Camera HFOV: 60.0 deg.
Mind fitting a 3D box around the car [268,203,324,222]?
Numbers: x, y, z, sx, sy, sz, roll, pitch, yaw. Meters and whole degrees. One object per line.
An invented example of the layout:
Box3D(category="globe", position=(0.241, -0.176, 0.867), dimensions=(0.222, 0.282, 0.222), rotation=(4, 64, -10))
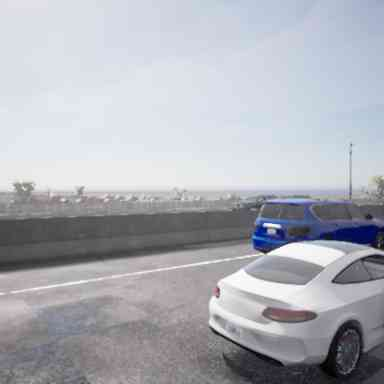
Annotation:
Box3D(category="car", position=(8.586, 1.659, 27.306), dimensions=(4.718, 1.301, 1.895), rotation=(0, 0, -35))

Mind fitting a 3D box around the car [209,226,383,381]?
Box3D(category="car", position=(2.398, 1.540, 5.455), dimensions=(4.674, 1.442, 1.812), rotation=(0, 0, -35))

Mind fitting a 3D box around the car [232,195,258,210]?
Box3D(category="car", position=(6.767, 1.287, 34.603), dimensions=(5.566, 2.045, 2.150), rotation=(0, 0, -35))

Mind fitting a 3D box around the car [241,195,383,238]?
Box3D(category="car", position=(4.506, 1.249, 11.257), dimensions=(5.566, 2.045, 2.150), rotation=(0, 0, -35))
